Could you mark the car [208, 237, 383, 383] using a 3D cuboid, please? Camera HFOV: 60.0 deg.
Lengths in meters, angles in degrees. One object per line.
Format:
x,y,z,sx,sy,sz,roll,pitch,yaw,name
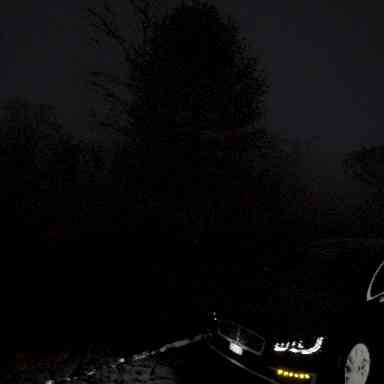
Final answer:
2.456,1.541,5.211,4.892,1.490,1.837,1,0,-36,car
